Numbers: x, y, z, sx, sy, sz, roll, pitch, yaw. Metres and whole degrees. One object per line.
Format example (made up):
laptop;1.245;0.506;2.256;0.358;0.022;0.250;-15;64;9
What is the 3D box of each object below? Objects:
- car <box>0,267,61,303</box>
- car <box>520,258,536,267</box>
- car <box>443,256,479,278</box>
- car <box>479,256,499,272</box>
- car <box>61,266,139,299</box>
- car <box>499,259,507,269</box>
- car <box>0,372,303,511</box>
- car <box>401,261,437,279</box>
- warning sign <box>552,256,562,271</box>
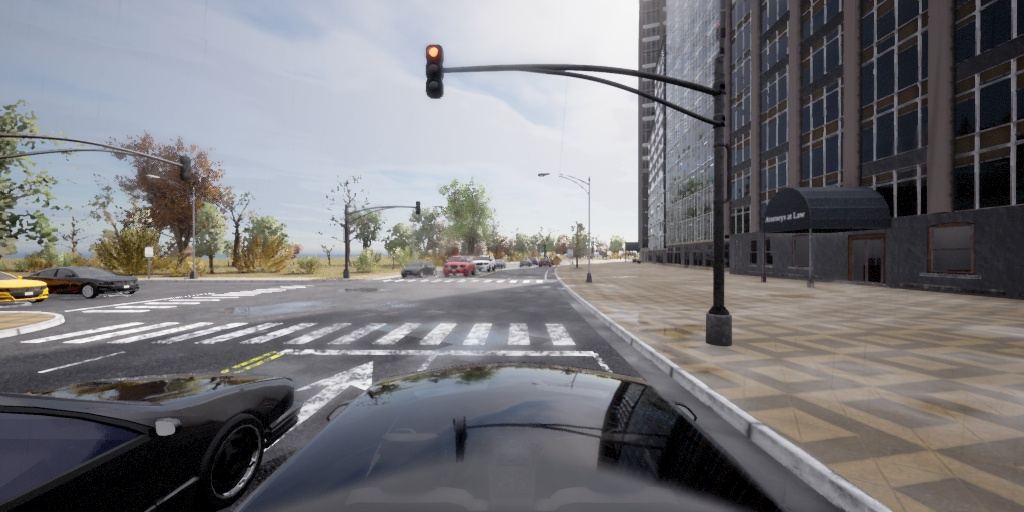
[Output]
car;-22.477;1.288;14.941;5.008;1.535;1.882;0;0;3
car;2.577;1.248;64.520;2.128;1.511;4.902;0;0;10
car;-4.958;0.972;34.634;2.150;2.045;5.566;0;0;5
car;-3.615;0.972;46.762;2.150;2.045;5.566;0;0;8
car;-21.836;1.275;18.162;5.008;1.535;1.882;0;0;4
car;-2.133;1.277;57.140;1.812;1.442;4.674;0;0;9
car;-3.127;1.298;1.264;2.033;1.411;5.357;0;0;1
car;-8.550;1.251;33.293;1.837;1.490;4.892;0;0;10
warning sign;5.511;0.868;43.966;1.300;1.860;1.060;0;0;7
